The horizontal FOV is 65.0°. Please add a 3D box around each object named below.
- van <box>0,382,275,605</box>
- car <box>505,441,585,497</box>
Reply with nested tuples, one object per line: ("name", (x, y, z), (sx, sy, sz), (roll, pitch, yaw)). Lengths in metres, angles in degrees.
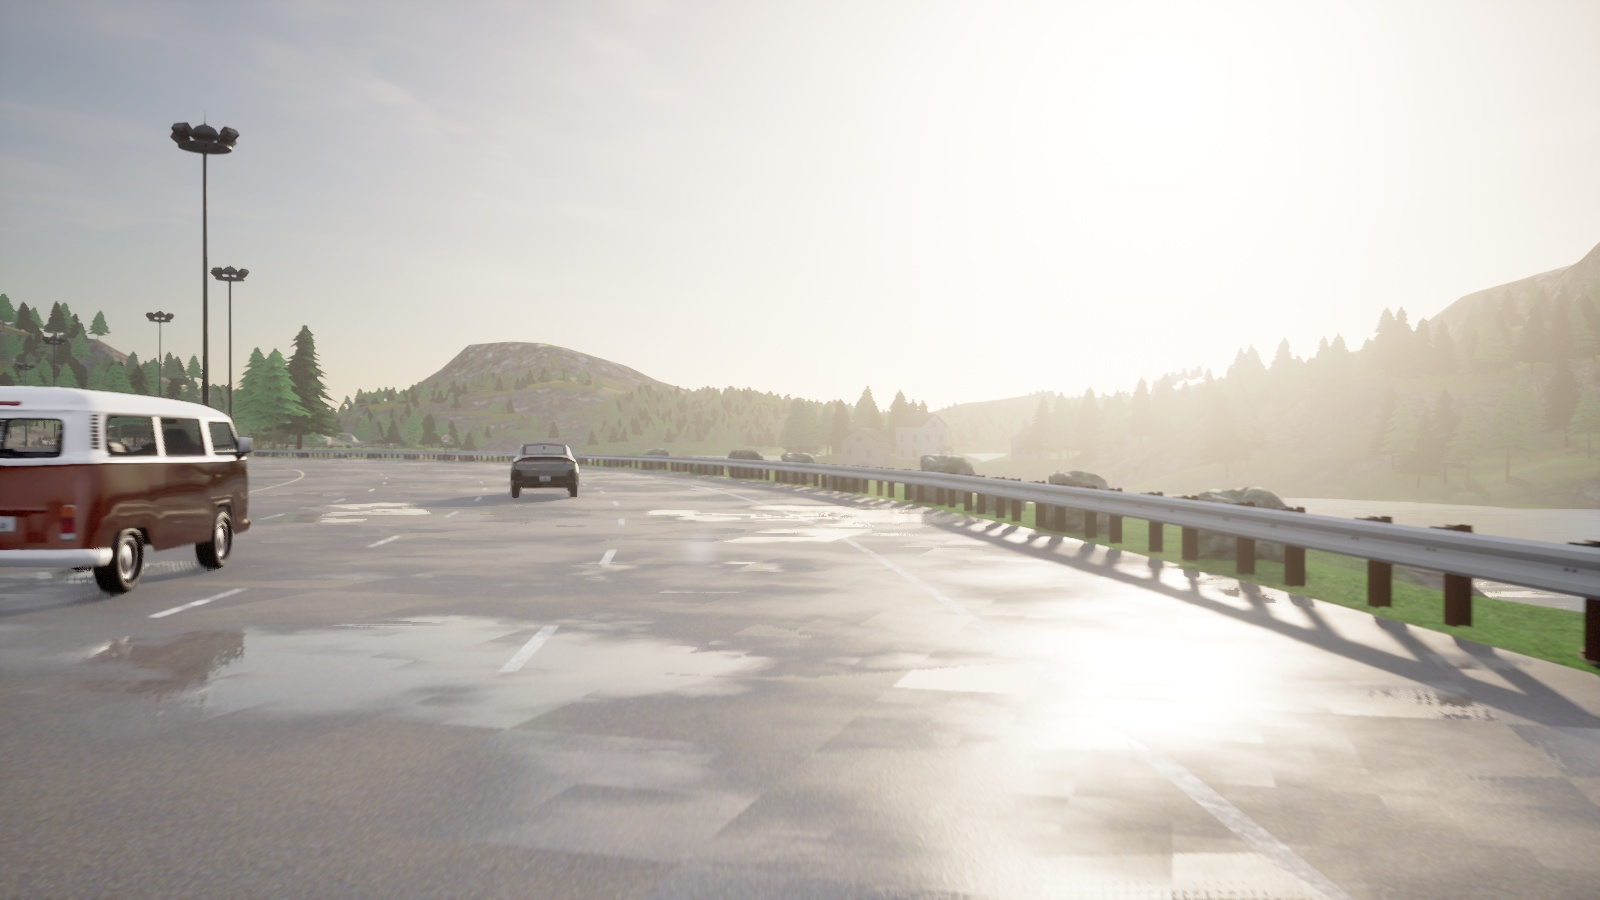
("van", (-7.544, 0.388, 13.694), (2.069, 2.038, 4.480), (0, 0, -5))
("car", (-7.404, 0.493, 36.304), (2.128, 1.511, 4.902), (0, 0, -12))
